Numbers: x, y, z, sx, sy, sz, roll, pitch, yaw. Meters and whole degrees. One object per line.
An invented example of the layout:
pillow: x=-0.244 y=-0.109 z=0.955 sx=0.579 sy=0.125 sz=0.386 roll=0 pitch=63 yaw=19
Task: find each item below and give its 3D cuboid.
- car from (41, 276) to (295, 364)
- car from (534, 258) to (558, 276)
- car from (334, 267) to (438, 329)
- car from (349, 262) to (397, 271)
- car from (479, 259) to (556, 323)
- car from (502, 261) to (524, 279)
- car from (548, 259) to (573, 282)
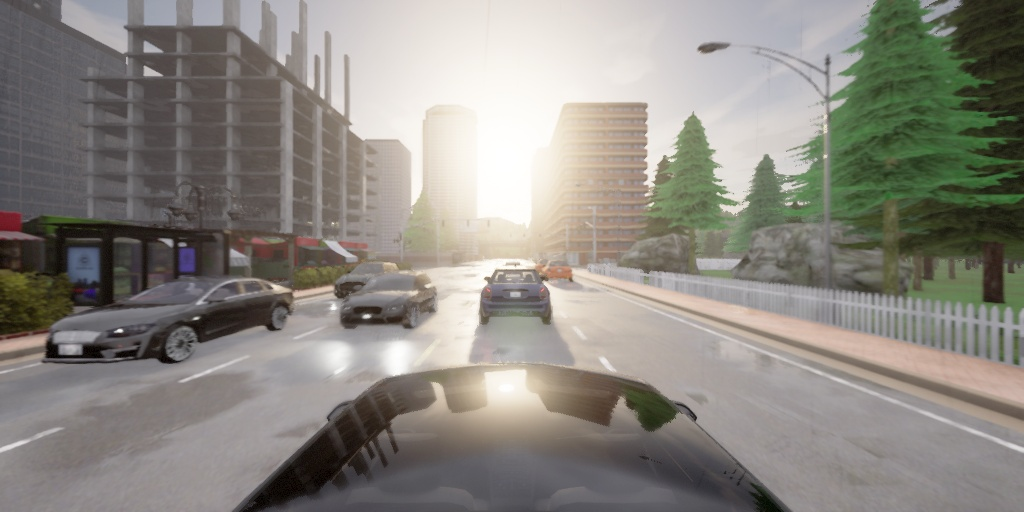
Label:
car: x=-7.093 y=1.242 z=8.213 sx=2.128 sy=1.511 sz=4.902 roll=0 pitch=0 yaw=0
car: x=3.558 y=1.100 z=37.978 sx=2.097 sy=1.767 sz=4.553 roll=0 pitch=0 yaw=0
car: x=-3.590 y=1.256 z=11.289 sx=1.837 sy=1.490 sz=4.892 roll=0 pitch=0 yaw=0
car: x=-7.064 y=1.101 z=18.176 sx=2.097 sy=1.767 sz=4.553 roll=0 pitch=0 yaw=0
car: x=0.099 y=1.101 z=12.196 sx=2.097 sy=1.767 sz=4.553 roll=0 pitch=0 yaw=0
car: x=0.087 y=1.249 z=33.324 sx=1.837 sy=1.490 sz=4.892 roll=0 pitch=-1 yaw=0
car: x=3.581 y=1.102 z=29.031 sx=2.097 sy=1.767 sz=4.553 roll=0 pitch=0 yaw=0
